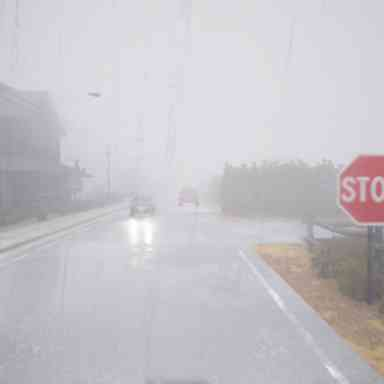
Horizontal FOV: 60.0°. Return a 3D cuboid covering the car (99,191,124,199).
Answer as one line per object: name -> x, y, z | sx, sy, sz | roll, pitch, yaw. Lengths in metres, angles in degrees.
car -> -12.724, 0.563, 52.209 | 4.181, 1.385, 1.994 | 0, 1, -1

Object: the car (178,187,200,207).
car -> -0.355, 0.521, 36.626 | 2.150, 2.045, 5.566 | 0, 1, 0

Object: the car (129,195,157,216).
car -> -3.771, 0.999, 26.085 | 2.128, 1.511, 4.902 | 0, 1, -4
